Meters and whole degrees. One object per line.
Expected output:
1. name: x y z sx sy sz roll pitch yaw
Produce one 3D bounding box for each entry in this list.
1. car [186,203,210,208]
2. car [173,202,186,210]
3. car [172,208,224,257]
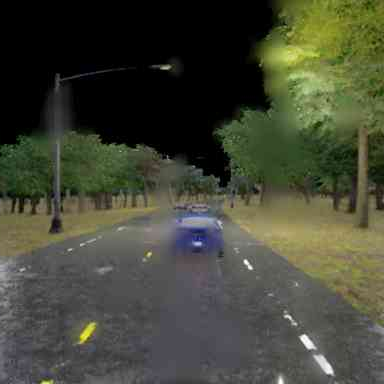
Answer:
1. car: 0.831 1.918 34.463 2.128 1.511 4.902 0 -1 2
2. car: -1.876 2.252 53.696 1.994 1.385 4.181 0 -1 4
3. car: 0.239 1.648 13.800 1.882 1.535 5.008 0 -1 1
